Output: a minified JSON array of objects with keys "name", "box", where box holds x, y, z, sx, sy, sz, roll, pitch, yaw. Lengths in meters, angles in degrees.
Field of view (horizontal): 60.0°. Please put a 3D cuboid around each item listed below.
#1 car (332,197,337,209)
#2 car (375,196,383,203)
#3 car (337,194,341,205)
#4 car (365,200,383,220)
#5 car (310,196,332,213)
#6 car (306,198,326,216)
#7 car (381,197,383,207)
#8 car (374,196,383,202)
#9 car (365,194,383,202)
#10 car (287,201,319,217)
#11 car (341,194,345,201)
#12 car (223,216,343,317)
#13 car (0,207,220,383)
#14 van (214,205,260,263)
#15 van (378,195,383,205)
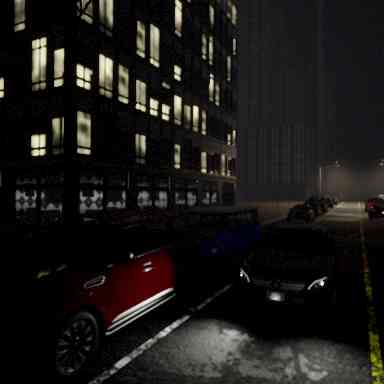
[{"name":"car","box":[18.773,1.496,46.544,1.967,1.590,4.097,1,0,26]},{"name":"car","box":[40.850,1.637,72.061,1.802,1.307,4.206,1,0,26]},{"name":"car","box":[23.845,1.496,56.722,1.967,1.590,4.097,1,0,26]},{"name":"car","box":[16.010,1.614,28.047,1.994,1.385,4.181,0,0,26]},{"name":"car","box":[13.701,1.366,36.365,2.192,1.841,5.009,1,0,26]},{"name":"car","box":[11.163,1.591,31.277,1.887,1.381,4.507,1,0,26]},{"name":"car","box":[31.339,1.607,52.973,1.887,1.381,4.507,1,0,26]},{"name":"car","box":[43.296,1.575,76.968,1.752,1.417,4.829,1,0,26]},{"name":"car","box":[21.195,1.411,38.465,2.097,1.767,4.553,0,0,26]},{"name":"car","box":[8.628,1.622,26.189,1.802,1.307,4.206,0,0,26]},{"name":"car","box":[38.095,1.583,85.320,1.887,1.381,4.507,1,0,26]},{"name":"car","box":[2.475,1.540,7.823,1.812,1.442,4.674,0,0,26]},{"name":"car","box":[-1.514,1.321,5.832,2.192,1.841,5.009,0,0,26]},{"name":"van","box":[1.021,1.357,10.921,1.690,1.788,3.998,0,0,26]},{"name":"van","box":[36.112,1.400,62.547,1.690,1.788,3.998,1,0,26]}]
